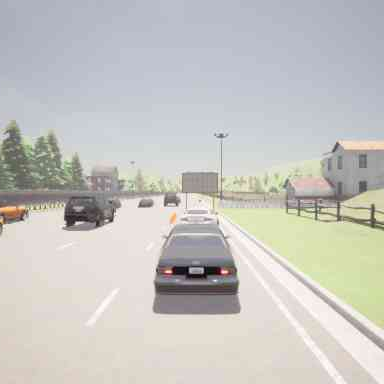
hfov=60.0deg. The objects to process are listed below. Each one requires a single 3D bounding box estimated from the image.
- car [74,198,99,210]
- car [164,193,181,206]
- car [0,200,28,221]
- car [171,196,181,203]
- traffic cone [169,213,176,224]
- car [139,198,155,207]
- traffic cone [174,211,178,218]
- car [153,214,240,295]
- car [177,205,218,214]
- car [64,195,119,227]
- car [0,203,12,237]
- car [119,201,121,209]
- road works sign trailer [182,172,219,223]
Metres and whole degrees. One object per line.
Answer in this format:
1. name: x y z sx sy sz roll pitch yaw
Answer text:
1. car: -13.835 1.525 44.032 1.812 1.442 4.674 0 0 0
2. car: -3.316 1.221 53.390 2.150 2.045 5.566 0 0 0
3. car: -13.860 1.352 24.121 2.097 1.767 4.553 0 0 0
4. car: -3.292 1.564 68.605 1.994 1.385 4.181 0 0 0
5. traffic cone: -1.451 1.955 23.209 0.340 0.580 0.340 0 0 0
6. car: -6.821 1.564 50.449 1.994 1.385 4.181 0 0 0
7. traffic cone: -1.448 1.955 25.209 0.340 0.580 0.340 0 0 0
8. car: 0.112 1.547 8.852 2.033 1.411 5.357 0 0 1
9. car: 0.451 1.541 18.473 1.812 1.442 4.674 -1 -1 7
10. car: -6.864 1.222 22.794 2.150 2.045 5.566 0 0 0
11. car: -10.377 1.477 14.729 1.882 1.535 5.008 0 0 0
12. car: -10.333 1.491 42.541 2.128 1.511 4.902 0 0 0
13. road works sign trailer: 0.524 0.464 22.086 2.380 3.560 2.880 0 0 -3
